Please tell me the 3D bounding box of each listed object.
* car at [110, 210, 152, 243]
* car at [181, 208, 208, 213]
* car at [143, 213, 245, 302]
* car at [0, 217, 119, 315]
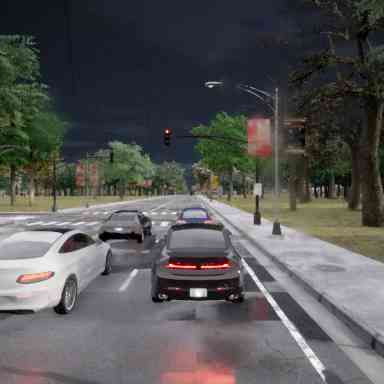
[{"bbox_3d":[-3.118,1.566,16.209,1.994,1.385,4.181,0,0,0],"label":"car"},{"bbox_3d":[0.134,1.528,17.283,1.812,1.442,4.674,0,0,0],"label":"car"},{"bbox_3d":[0.117,1.505,8.212,1.837,1.490,4.892,0,0,0],"label":"car"},{"bbox_3d":[-3.136,1.526,7.450,1.812,1.442,4.674,0,0,0],"label":"car"}]
